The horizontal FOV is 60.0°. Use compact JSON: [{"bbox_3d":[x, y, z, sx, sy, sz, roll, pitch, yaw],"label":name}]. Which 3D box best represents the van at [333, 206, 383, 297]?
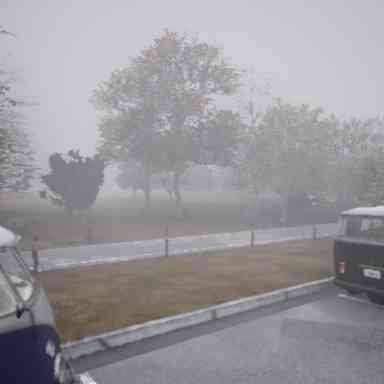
[{"bbox_3d":[5.186,1.259,7.629,4.442,1.987,1.878,-1,0,-36],"label":"van"}]

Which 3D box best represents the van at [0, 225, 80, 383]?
[{"bbox_3d":[-2.997,1.246,1.965,4.442,1.987,1.878,-1,0,-36],"label":"van"}]
